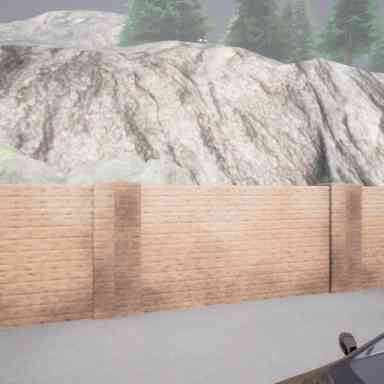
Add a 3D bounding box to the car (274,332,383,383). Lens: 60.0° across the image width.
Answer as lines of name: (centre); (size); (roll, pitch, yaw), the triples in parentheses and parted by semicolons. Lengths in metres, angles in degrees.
car: (2.178, 1.492, 1.904); (4.902, 1.511, 2.128); (0, 0, -18)
